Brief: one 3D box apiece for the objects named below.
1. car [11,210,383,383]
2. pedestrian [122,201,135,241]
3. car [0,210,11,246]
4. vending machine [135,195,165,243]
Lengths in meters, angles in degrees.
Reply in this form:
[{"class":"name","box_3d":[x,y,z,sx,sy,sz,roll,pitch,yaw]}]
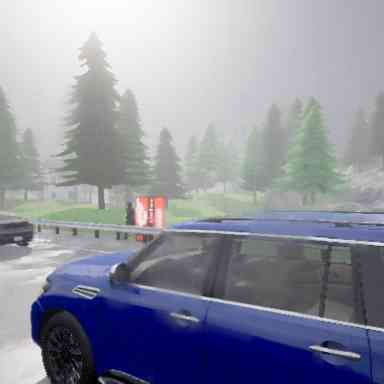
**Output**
[{"class":"car","box_3d":[0.630,1.220,3.470,5.566,2.045,2.150,0,0,36]},{"class":"pedestrian","box_3d":[-2.839,1.294,15.266,0.375,1.860,0.375,0,0,33]},{"class":"car","box_3d":[-8.549,1.504,13.709,4.892,1.490,1.837,0,0,32]},{"class":"vending machine","box_3d":[-1.937,1.195,15.441,0.880,2.100,1.100,0,0,33]}]
